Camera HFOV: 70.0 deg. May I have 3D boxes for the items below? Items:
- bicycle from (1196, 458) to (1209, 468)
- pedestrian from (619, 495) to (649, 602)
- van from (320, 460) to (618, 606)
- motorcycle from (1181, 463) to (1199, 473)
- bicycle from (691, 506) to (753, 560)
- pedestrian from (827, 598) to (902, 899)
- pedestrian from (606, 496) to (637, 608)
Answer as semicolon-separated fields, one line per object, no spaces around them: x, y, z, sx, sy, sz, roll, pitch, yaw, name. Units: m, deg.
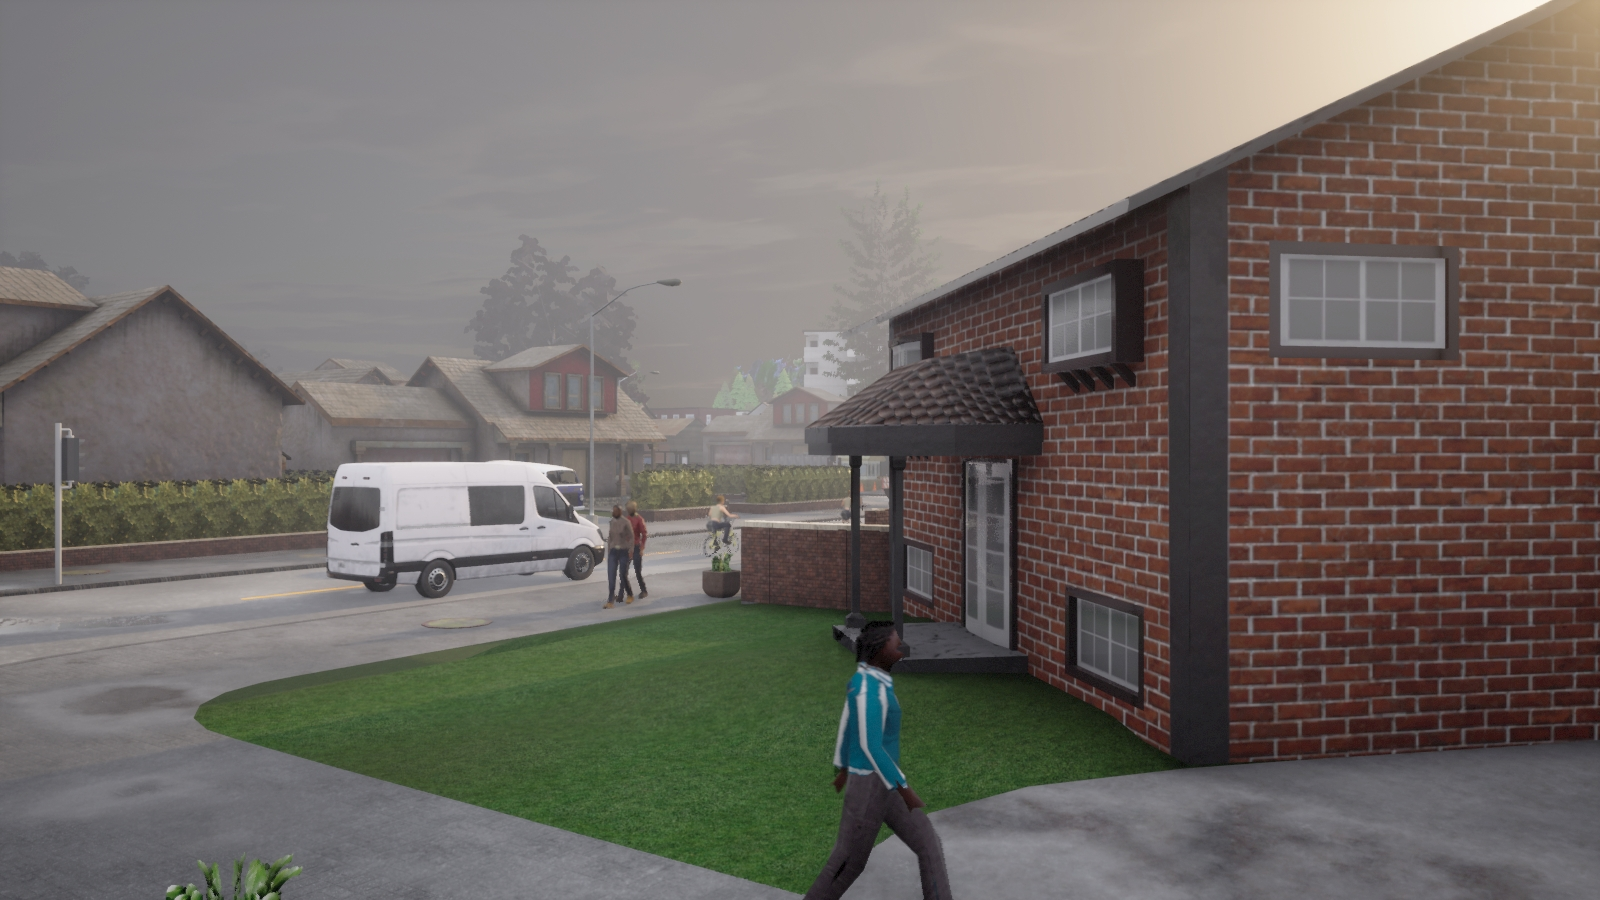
63.191;2.028;179.471;1.835;1.471;0.329;0;0;35;bicycle
-2.937;1.735;20.261;0.375;1.860;0.375;0;0;28;pedestrian
-6.575;1.522;23.492;1.988;2.561;5.915;0;0;36;van
47.455;2.161;139.026;2.033;1.199;0.803;0;0;35;motorcycle
-2.037;2.146;29.863;0.859;1.276;1.487;0;0;35;bicycle
0.347;1.743;6.060;0.375;1.860;0.375;0;0;7;pedestrian
-3.058;1.736;19.570;0.375;1.860;0.375;0;0;21;pedestrian
